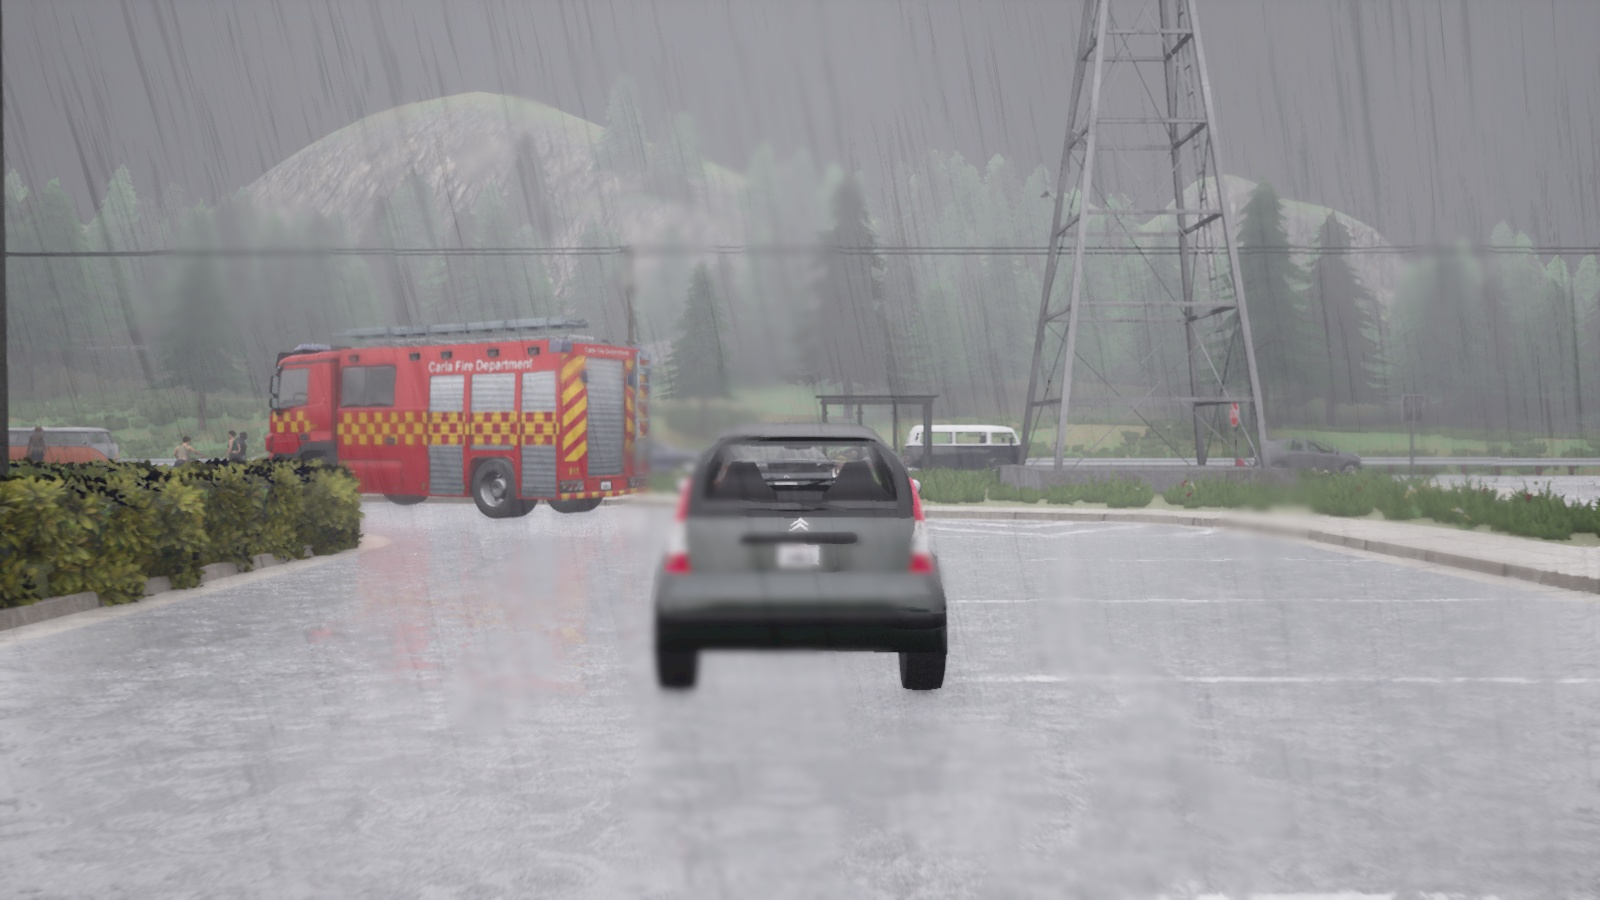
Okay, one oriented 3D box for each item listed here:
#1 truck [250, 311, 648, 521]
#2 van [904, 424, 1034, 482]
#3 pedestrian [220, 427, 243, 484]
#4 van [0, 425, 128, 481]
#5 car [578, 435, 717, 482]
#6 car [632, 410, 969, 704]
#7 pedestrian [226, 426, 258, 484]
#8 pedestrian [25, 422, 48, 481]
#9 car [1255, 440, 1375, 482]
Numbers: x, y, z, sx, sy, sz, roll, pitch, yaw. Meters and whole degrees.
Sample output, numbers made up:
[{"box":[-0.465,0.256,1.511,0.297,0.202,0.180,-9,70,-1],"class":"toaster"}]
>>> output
[{"box":[-7.478,-0.647,26.279,8.468,3.827,2.891,0,1,30],"class":"truck"},{"box":[6.117,0.090,45.795,4.480,2.038,2.069,0,0,0],"class":"van"},{"box":[-18.516,0.170,40.910,0.594,1.836,0.345,0,0,7],"class":"pedestrian"},{"box":[-27.154,0.086,45.808,4.442,1.987,1.775,0,1,7],"class":"van"},{"box":[-5.518,0.285,45.915,4.856,1.649,2.033,0,0,-1],"class":"car"},{"box":[-0.005,0.569,8.895,1.851,1.617,3.988,0,1,0],"class":"car"},{"box":[-18.450,0.165,41.538,0.849,1.883,0.563,0,0,-5],"class":"pedestrian"},{"box":[-24.089,0.047,39.629,0.331,1.846,0.634,0,0,-2],"class":"pedestrian"},{"box":[18.691,0.389,45.701,3.633,1.501,1.845,0,0,0],"class":"car"}]
